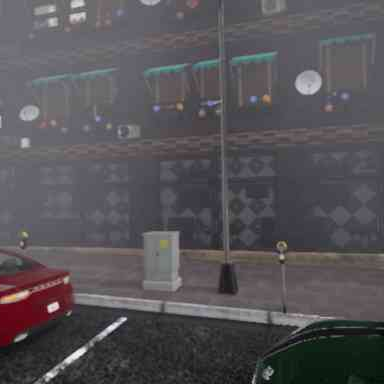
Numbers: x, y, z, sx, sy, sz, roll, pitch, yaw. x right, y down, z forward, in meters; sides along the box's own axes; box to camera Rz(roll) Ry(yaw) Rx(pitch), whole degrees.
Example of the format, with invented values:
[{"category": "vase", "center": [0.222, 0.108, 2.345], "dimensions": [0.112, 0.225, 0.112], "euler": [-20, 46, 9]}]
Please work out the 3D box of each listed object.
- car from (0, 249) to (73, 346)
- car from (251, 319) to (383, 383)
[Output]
[{"category": "car", "center": [-4.226, 1.585, 5.571], "dimensions": [4.507, 1.381, 1.887], "euler": [0, -2, 15]}, {"category": "car", "center": [2.530, 1.382, 1.907], "dimensions": [4.553, 1.767, 2.097], "euler": [0, -1, 15]}]
